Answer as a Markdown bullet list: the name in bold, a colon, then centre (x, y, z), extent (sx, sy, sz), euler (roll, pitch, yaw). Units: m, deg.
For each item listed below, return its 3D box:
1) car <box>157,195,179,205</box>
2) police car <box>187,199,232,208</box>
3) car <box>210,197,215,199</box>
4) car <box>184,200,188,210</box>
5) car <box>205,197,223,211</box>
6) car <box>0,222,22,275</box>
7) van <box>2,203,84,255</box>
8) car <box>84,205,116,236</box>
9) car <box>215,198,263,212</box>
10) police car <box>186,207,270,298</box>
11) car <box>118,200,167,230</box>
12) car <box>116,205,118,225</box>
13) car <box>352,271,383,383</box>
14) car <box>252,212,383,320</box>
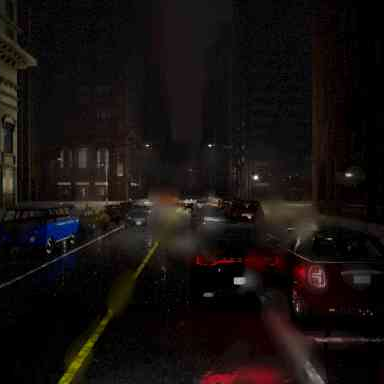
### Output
- **car**: centre (-4.537, 1.402, 60.109), extent (4.553, 1.767, 2.097), euler (0, 0, 38)
- **police car**: centre (0.838, 1.429, 18.679), extent (1.930, 1.638, 5.238), euler (0, 0, 0)
- **car**: centre (2.719, 1.321, 24.226), extent (2.192, 1.841, 5.009), euler (0, 0, 0)
- **car**: centre (-0.068, 1.621, 42.972), extent (1.895, 1.301, 4.718), euler (0, 0, 0)
- **car**: centre (2.693, 1.459, 41.134), extent (1.967, 1.590, 4.097), euler (0, 0, 0)
- **car**: centre (-5.778, 1.582, 7.300), extent (1.802, 1.307, 4.206), euler (0, 0, 0)
- **van**: centre (-5.788, 1.342, 12.937), extent (1.690, 1.788, 3.998), euler (0, 0, 0)
- **car**: centre (-5.796, 1.528, 18.403), extent (1.752, 1.417, 4.829), euler (0, 0, 0)
- **car**: centre (2.728, 1.318, 18.590), extent (2.192, 1.841, 5.009), euler (0, 0, 0)
- **police car**: centre (0.886, 1.426, 8.679), extent (1.930, 1.638, 5.238), euler (0, 0, 0)
- **car**: centre (-3.034, 1.496, 21.367), extent (2.128, 1.511, 4.902), euler (0, 0, 0)
- **car**: centre (-5.804, 1.588, 24.210), extent (1.802, 1.307, 4.206), euler (0, 0, 0)
- **car**: centre (2.756, 1.582, 1.682), extent (1.802, 1.307, 4.206), euler (0, 0, 0)
- **car**: centre (2.747, 1.440, 7.318), extent (1.967, 1.590, 4.097), euler (0, 0, 0)
